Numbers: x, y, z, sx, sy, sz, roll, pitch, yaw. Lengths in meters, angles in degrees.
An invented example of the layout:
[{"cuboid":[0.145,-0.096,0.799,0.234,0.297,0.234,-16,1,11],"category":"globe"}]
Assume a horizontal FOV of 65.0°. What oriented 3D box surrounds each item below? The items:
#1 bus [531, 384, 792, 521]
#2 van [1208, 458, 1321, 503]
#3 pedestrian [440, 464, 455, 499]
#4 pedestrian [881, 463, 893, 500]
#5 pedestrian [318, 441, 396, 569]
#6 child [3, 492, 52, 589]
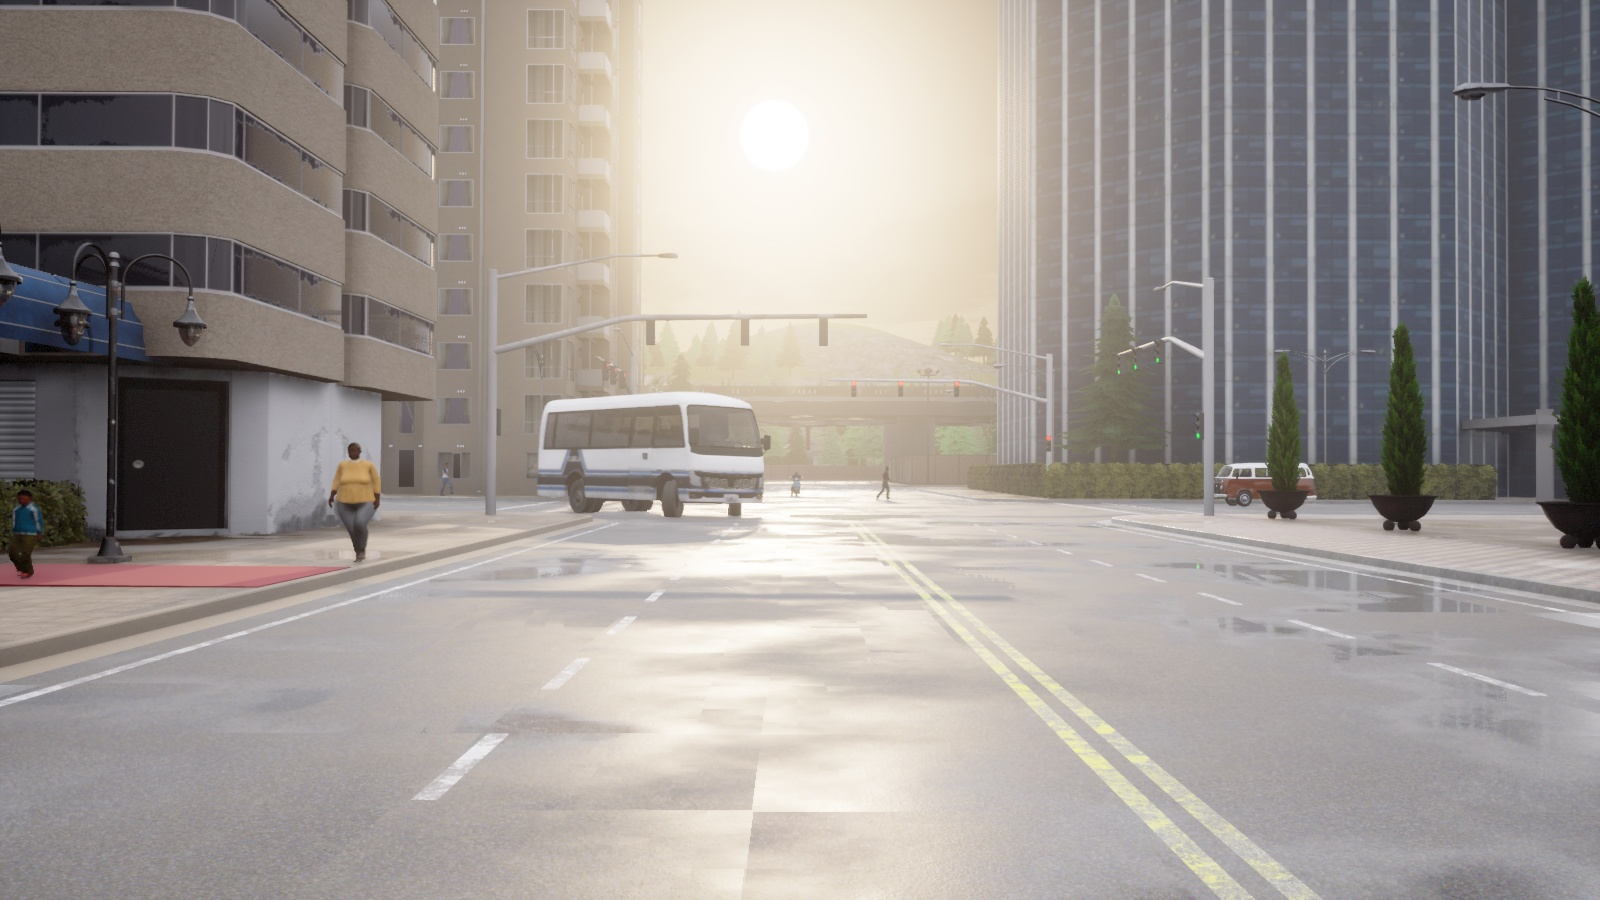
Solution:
[{"cuboid":[-5.144,0.199,44.233,3.944,4.253,10.273,2,-2,-41],"category":"bus"},{"cuboid":[21.638,1.433,58.627,4.480,2.038,2.069,0,-1,-1],"category":"van"},{"cuboid":[-18.861,1.674,67.208,0.706,1.836,0.354,0,-1,-1],"category":"pedestrian"},{"cuboid":[4.644,1.688,67.058,0.666,1.930,0.402,0,-1,3],"category":"pedestrian"},{"cuboid":[-6.589,0.811,18.718,0.874,1.855,0.900,0,-1,-3],"category":"pedestrian"},{"cuboid":[-9.624,1.119,15.653,0.343,1.192,0.448,0,-1,-2],"category":"child"}]
